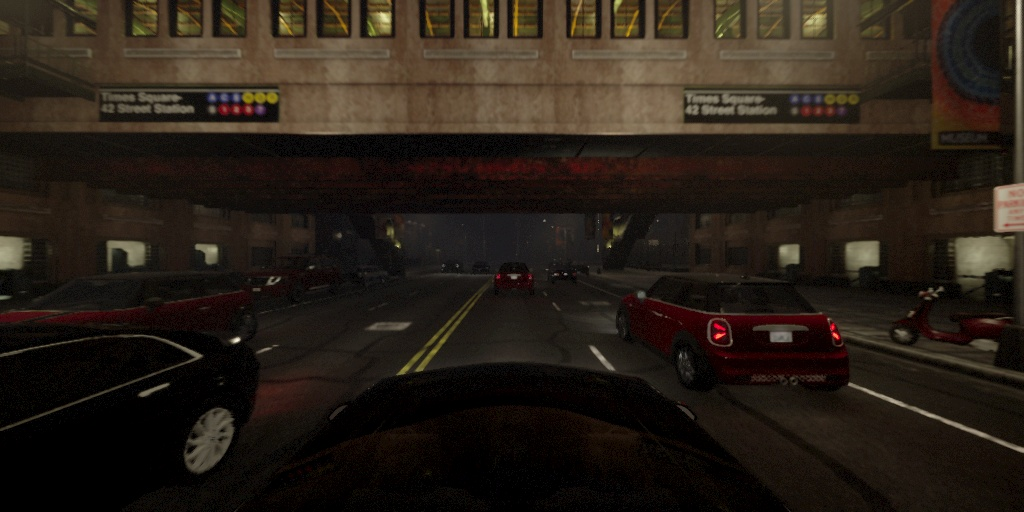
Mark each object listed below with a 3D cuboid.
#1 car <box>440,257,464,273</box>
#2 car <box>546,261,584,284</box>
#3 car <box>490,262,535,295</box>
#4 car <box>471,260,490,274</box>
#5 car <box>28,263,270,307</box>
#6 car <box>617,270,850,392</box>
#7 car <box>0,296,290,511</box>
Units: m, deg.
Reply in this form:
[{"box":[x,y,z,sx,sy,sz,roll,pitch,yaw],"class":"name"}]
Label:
[{"box":[-6.948,1.093,42.340,2.097,1.767,4.553,0,0,0],"class":"car"},{"box":[3.682,1.293,26.948,2.033,1.411,5.357,0,0,1],"class":"car"},{"box":[0.120,1.099,19.977,2.097,1.767,4.553,0,0,0],"class":"car"},{"box":[-3.452,1.248,40.627,1.837,1.490,4.892,0,0,0],"class":"car"},{"box":[-7.097,1.101,6.574,2.097,1.767,4.553,0,0,0],"class":"car"},{"box":[3.598,1.101,6.921,2.097,1.767,4.553,0,0,0],"class":"car"},{"box":[-3.599,1.254,1.825,1.837,1.490,4.892,0,0,0],"class":"car"}]
